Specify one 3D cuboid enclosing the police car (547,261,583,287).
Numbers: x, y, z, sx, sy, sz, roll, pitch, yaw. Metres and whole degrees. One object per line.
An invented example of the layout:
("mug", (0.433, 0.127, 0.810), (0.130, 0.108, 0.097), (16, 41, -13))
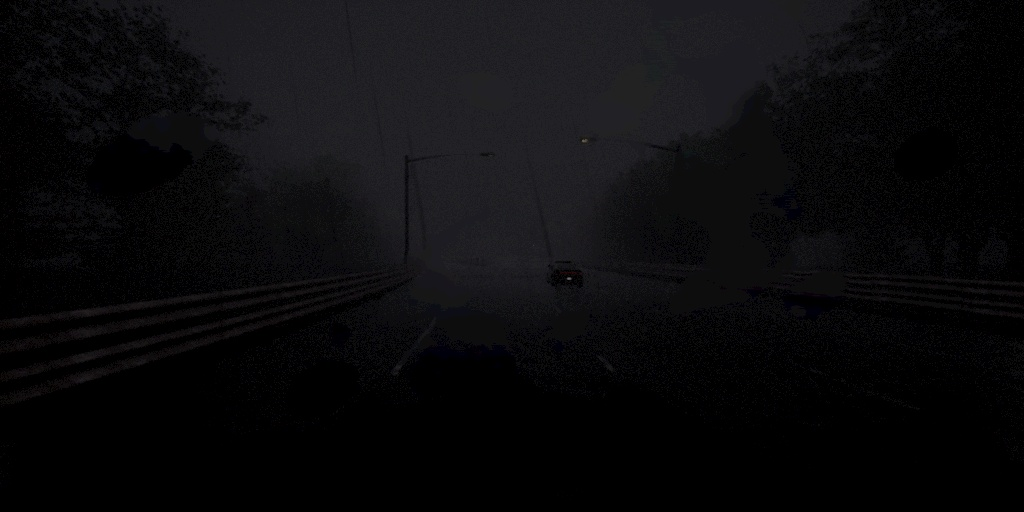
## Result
("police car", (3.501, 1.187, 24.534), (1.930, 1.638, 5.238), (0, 0, 0))
